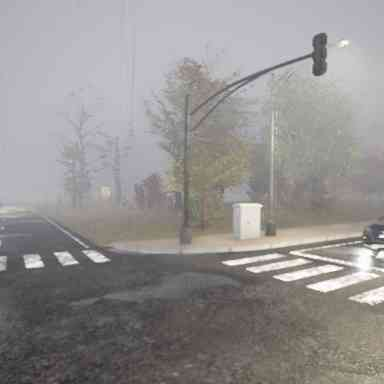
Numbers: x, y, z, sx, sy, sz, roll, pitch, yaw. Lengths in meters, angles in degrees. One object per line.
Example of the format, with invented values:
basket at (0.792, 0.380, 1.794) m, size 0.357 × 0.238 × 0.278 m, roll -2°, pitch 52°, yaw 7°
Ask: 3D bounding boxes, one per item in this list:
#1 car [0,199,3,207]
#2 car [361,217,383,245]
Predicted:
car at (-30.341, 1.696, 51.519) m, size 1.895 × 1.301 × 4.718 m, roll 1°, pitch 0°, yaw -29°
car at (8.938, 1.517, 13.775) m, size 4.181 × 1.385 × 1.994 m, roll 0°, pitch 0°, yaw -33°
